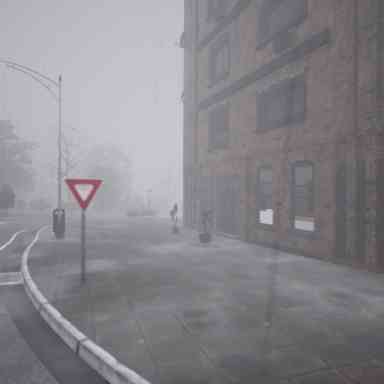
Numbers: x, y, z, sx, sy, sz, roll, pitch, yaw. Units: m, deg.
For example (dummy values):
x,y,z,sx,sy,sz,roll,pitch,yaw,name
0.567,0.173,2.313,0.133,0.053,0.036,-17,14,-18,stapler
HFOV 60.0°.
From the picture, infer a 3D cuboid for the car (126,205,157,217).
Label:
x,y,z,sx,sy,sz,roll,pitch,yaw,name
-5.902,2.304,39.688,1.994,1.385,4.181,1,-3,29,car
